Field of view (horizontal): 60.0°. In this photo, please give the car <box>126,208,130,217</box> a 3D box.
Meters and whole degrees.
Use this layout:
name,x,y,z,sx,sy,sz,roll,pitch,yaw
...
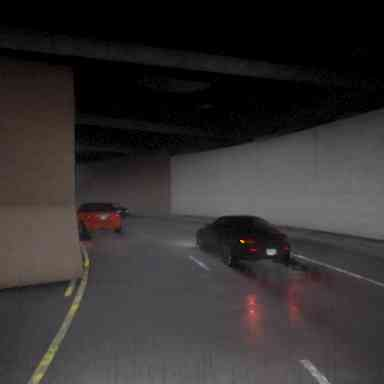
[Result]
name,x,y,z,sx,sy,sz,roll,pitch,yaw
car,-7.095,1.572,27.702,2.033,1.411,5.357,-1,0,-38

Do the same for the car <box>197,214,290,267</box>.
name,x,y,z,sx,sy,sz,roll,pitch,yaw
car,1.568,1.491,11.382,1.812,1.442,4.674,0,0,-16

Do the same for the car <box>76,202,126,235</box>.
name,x,y,z,sx,sy,sz,roll,pitch,yaw
car,-5.730,1.377,19.351,2.097,1.767,4.553,-1,0,-30
